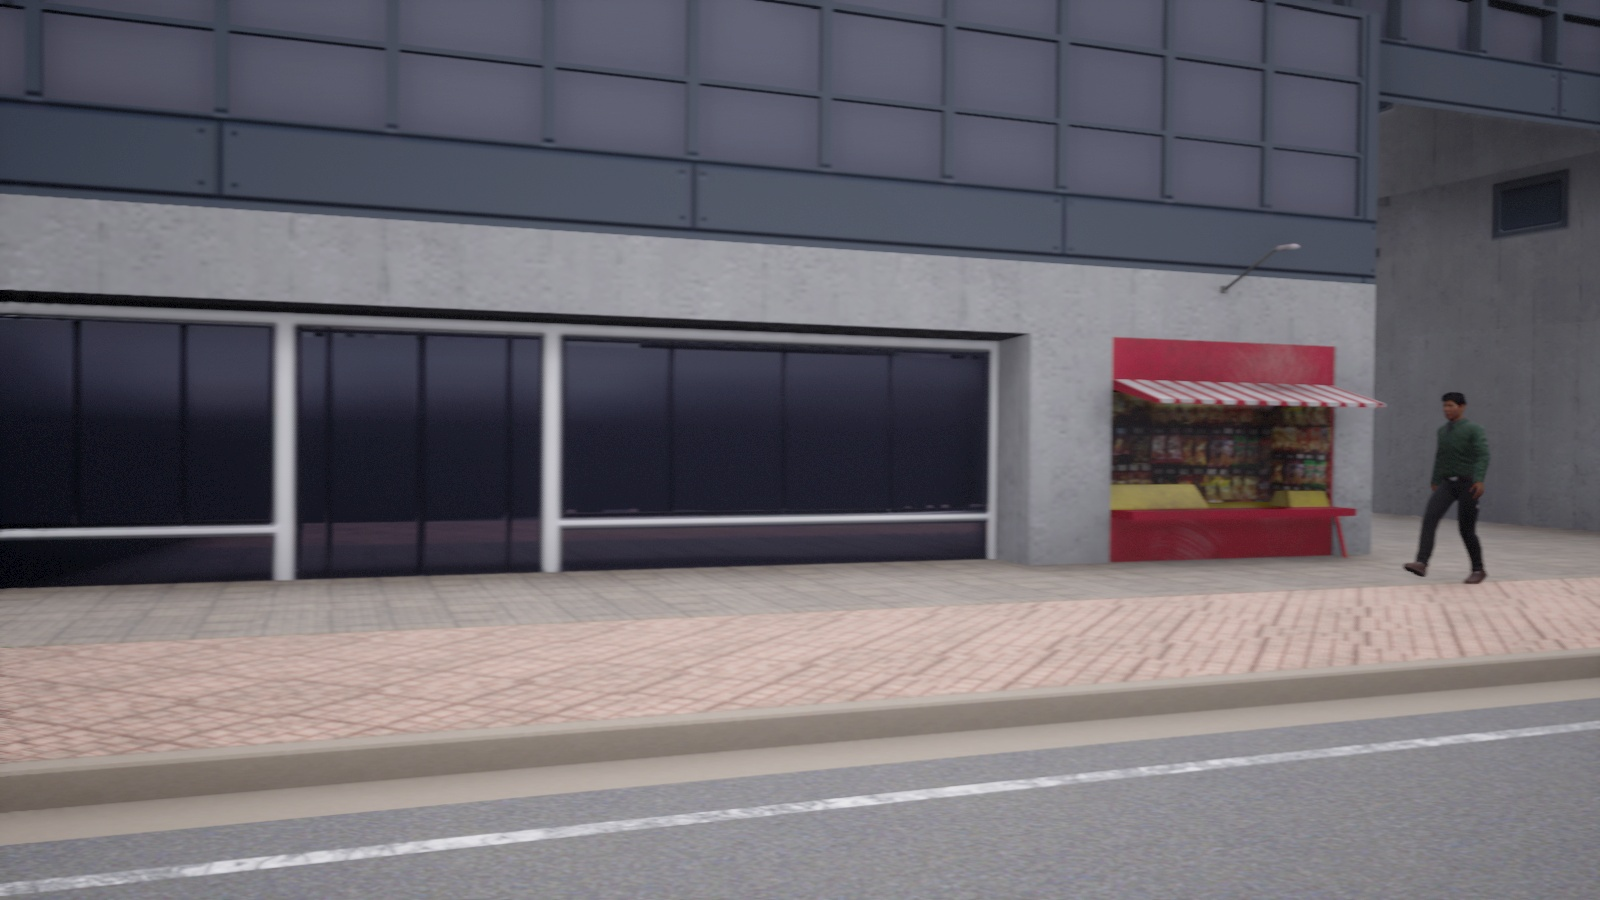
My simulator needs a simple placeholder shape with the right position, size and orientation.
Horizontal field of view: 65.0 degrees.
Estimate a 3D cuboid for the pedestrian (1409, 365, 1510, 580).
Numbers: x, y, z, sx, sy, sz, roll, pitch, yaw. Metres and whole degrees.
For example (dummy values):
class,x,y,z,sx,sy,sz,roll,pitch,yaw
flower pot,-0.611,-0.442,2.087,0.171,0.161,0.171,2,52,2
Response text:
class,x,y,z,sx,sy,sz,roll,pitch,yaw
pedestrian,6.161,0.199,11.734,0.788,1.949,0.423,-1,1,-23
